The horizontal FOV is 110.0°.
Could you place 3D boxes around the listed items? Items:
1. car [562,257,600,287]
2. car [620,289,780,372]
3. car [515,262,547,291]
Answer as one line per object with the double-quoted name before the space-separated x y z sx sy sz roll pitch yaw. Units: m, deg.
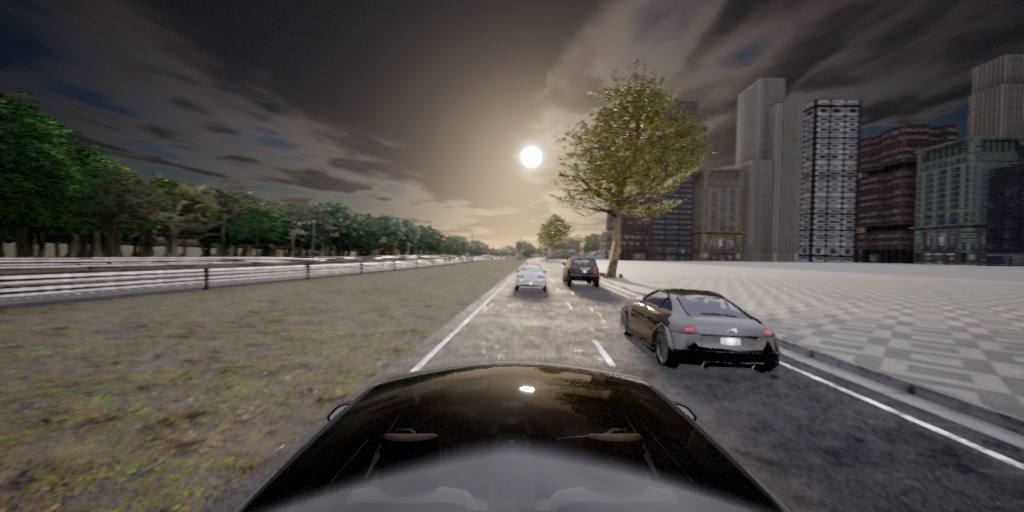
"car" 4.956 1.096 26.228 2.150 2.045 5.566 2 0 4
"car" 3.835 1.424 8.086 1.994 1.385 4.181 2 0 4
"car" 1.199 1.302 22.400 1.812 1.442 4.674 2 0 4
